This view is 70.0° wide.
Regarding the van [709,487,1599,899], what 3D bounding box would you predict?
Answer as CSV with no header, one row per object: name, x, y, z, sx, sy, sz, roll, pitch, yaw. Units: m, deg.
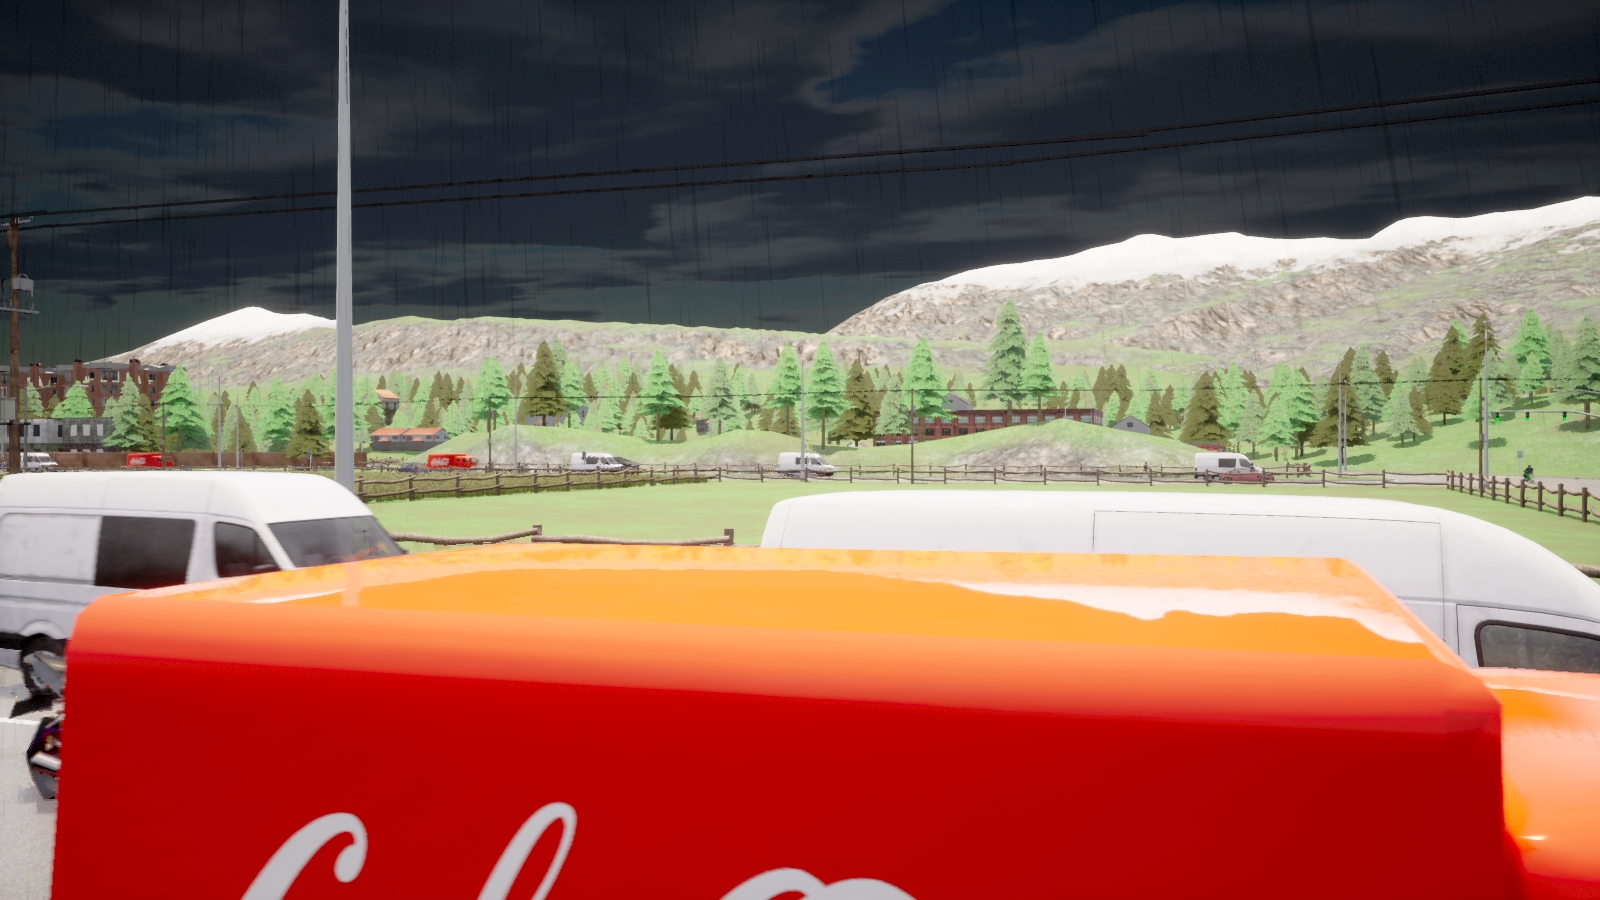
van,2.633,1.535,6.060,5.915,2.561,1.988,0,0,20

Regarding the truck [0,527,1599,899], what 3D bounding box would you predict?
truck,0.786,1.573,3.097,5.204,2.467,2.627,0,0,21

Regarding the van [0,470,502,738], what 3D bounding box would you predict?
van,-6.527,1.541,13.118,5.915,2.561,1.988,0,0,20

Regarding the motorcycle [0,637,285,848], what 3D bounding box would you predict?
motorcycle,-5.222,2.211,8.922,2.209,1.251,0.867,0,0,20
